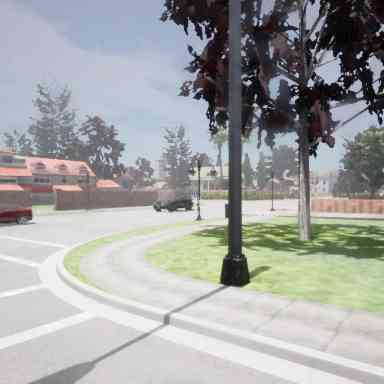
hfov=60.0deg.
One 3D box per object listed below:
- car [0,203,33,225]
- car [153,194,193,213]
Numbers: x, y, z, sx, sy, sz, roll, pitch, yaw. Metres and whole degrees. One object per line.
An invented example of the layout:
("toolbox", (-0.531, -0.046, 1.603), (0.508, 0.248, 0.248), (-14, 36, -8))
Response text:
("car", (-13.103, 1.489, 21.905), (1.882, 1.535, 5.008), (0, 0, 33))
("car", (-2.064, 1.217, 38.307), (2.150, 2.045, 5.566), (0, 1, 34))
